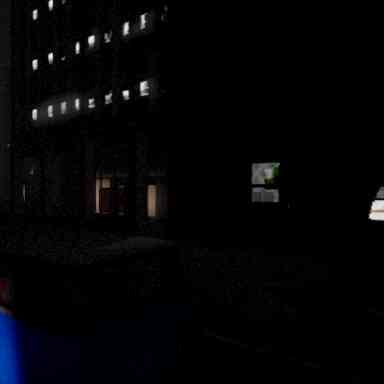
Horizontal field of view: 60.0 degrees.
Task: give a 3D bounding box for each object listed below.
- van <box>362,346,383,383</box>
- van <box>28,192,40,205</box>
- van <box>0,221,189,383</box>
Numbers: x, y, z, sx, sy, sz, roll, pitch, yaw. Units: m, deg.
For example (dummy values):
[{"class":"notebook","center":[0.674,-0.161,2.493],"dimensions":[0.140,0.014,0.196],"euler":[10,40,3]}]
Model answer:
[{"class":"van","center":[2.575,1.347,0.883],"dimensions":[3.998,1.788,1.690],"euler":[0,0,36]},{"class":"van","center":[-20.356,0.867,42.306],"dimensions":[1.690,1.788,3.998],"euler":[1,1,36]},{"class":"van","center":[-1.939,1.328,4.107],"dimensions":[3.998,1.788,1.690],"euler":[0,0,36]}]
